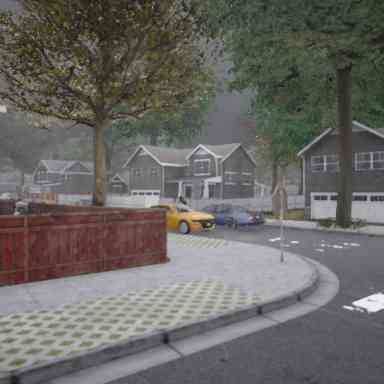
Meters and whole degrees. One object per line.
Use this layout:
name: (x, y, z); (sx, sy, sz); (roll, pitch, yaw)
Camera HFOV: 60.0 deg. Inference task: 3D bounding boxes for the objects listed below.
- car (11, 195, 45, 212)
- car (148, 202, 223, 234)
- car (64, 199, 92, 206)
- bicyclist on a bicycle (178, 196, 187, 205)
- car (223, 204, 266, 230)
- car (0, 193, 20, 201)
car: (-15.290, 1.275, 31.902); (4.181, 1.385, 1.994); (1, 1, 43)
car: (-0.982, 1.362, 18.588); (5.008, 1.535, 1.882); (1, 0, 43)
car: (-7.991, 1.297, 25.107); (4.902, 1.511, 2.128); (1, 1, 43)
bicyclist on a bicycle: (-0.804, 1.139, 26.424); (0.582, 1.620, 1.656); (1, 1, 43)
car: (1.765, 1.436, 20.293); (5.357, 1.411, 2.033); (1, 0, 40)
car: (-24.210, 0.897, 44.206); (4.553, 1.767, 2.097); (1, 1, 42)
